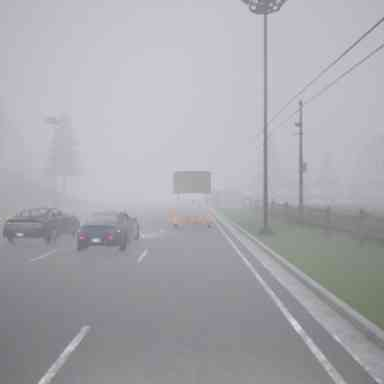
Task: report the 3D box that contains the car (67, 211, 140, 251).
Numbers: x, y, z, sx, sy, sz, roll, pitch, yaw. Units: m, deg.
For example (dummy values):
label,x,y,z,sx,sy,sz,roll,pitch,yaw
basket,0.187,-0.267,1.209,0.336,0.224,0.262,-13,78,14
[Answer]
label,x,y,z,sx,sy,sz,roll,pitch,yaw
car,-3.388,1.530,14.044,1.812,1.442,4.674,0,0,0

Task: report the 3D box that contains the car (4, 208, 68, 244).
label,x,y,z,sx,sy,sz,roll,pitch,yaw
car,-6.887,1.496,15.779,2.128,1.511,4.902,0,0,0

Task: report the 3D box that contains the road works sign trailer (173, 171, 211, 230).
label,x,y,z,sx,sy,sz,roll,pitch,yaw
road works sign trailer,0.013,0.470,20.998,2.380,3.560,2.880,0,0,0
